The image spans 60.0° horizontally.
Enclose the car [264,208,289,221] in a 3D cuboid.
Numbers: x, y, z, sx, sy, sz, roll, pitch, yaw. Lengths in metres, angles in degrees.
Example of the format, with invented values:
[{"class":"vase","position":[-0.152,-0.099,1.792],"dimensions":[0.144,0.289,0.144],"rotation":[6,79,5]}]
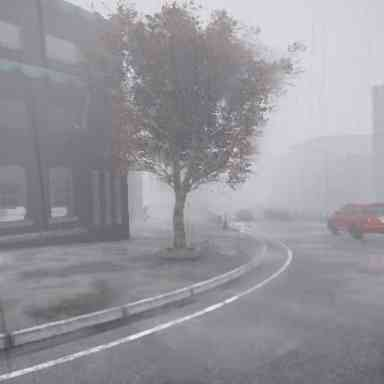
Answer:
[{"class":"car","position":[10.077,2.634,40.013],"dimensions":[1.882,1.535,5.008],"rotation":[-2,-1,-1]}]

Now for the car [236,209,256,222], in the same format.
[{"class":"car","position":[6.389,2.802,40.010],"dimensions":[1.837,1.490,4.892],"rotation":[-2,-2,-1]}]

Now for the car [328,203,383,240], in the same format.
[{"class":"car","position":[10.225,1.702,20.261],"dimensions":[2.150,2.045,5.566],"rotation":[-2,-2,2]}]
